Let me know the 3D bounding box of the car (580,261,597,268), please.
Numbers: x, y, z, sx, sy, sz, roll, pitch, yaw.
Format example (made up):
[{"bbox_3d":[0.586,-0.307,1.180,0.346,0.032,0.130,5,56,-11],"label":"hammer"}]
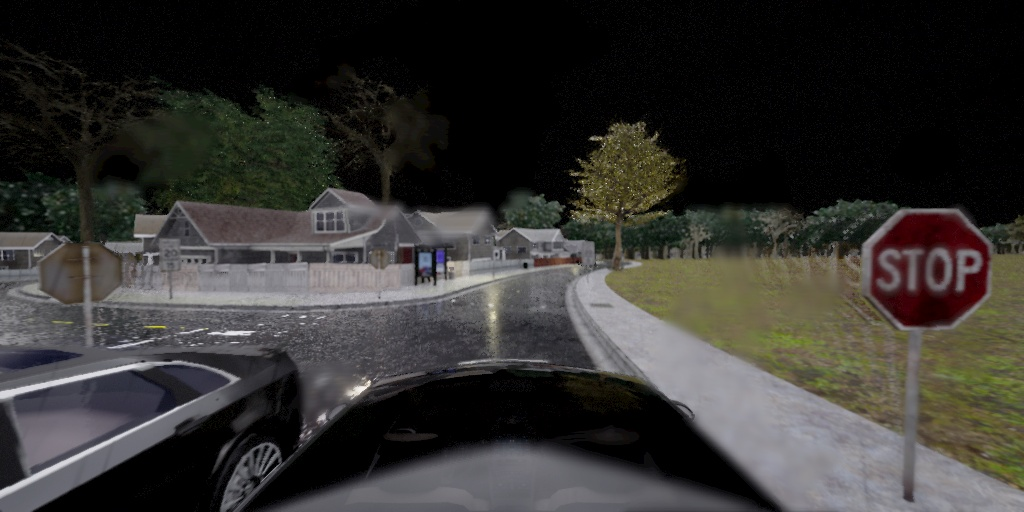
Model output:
[{"bbox_3d":[13.295,1.276,62.290,1.994,1.385,4.181,1,1,28],"label":"car"}]

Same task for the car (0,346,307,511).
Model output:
[{"bbox_3d":[-2.719,1.236,1.137,2.128,1.511,4.902,0,0,0],"label":"car"}]
